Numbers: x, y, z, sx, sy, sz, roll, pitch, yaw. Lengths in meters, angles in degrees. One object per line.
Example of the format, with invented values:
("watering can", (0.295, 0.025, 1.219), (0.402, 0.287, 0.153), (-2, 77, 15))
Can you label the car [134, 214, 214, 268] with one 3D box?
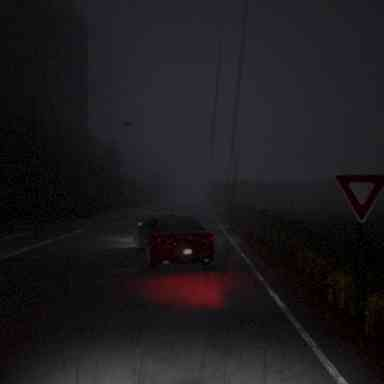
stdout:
("car", (-0.783, 1.485, 11.539), (1.882, 1.535, 5.008), (1, 0, -16))
